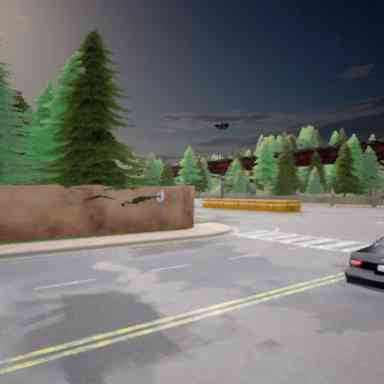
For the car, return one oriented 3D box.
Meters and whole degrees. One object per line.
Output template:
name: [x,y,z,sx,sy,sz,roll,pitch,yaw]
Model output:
car: [5.791,1.544,7.952,5.357,1.411,2.033,0,0,-36]
